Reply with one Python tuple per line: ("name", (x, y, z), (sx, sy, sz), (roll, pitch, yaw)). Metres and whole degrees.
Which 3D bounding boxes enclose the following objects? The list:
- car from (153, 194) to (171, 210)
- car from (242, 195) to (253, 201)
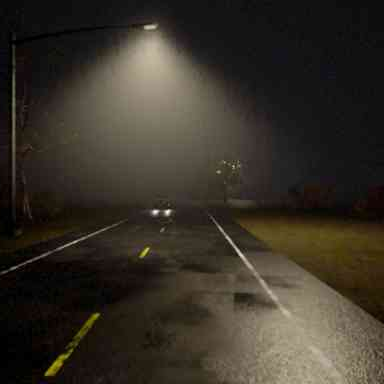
("car", (-3.911, 1.218, 43.931), (2.150, 2.045, 5.566), (0, 0, -2))
("car", (15.567, 1.612, 89.675), (4.181, 1.385, 1.994), (0, 1, -3))
